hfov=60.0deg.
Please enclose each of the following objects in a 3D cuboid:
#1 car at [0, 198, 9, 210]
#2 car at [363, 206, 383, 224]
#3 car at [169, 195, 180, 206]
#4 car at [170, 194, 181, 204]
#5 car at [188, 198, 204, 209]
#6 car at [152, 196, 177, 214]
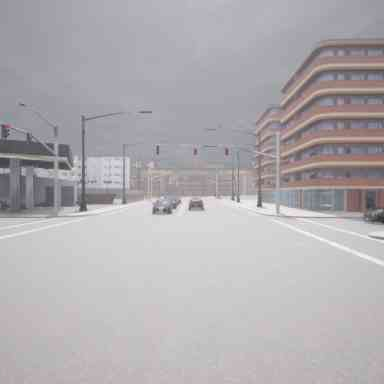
[{"bbox_3d":[-23.937,1.455,39.397,3.806,1.475,1.970,0,0,1],"label":"car"},{"bbox_3d":[14.727,1.351,23.648,4.553,1.767,2.097,0,0,1],"label":"car"},{"bbox_3d":[-3.126,1.351,44.919,2.097,1.767,4.553,0,0,0],"label":"car"},{"bbox_3d":[-3.198,1.351,65.091,2.097,1.767,4.553,0,0,0],"label":"car"},{"bbox_3d":[0.539,1.525,44.304,1.812,1.442,4.674,0,0,0],"label":"car"},{"bbox_3d":[-3.070,1.491,35.201,2.128,1.511,4.902,0,0,0],"label":"car"}]
